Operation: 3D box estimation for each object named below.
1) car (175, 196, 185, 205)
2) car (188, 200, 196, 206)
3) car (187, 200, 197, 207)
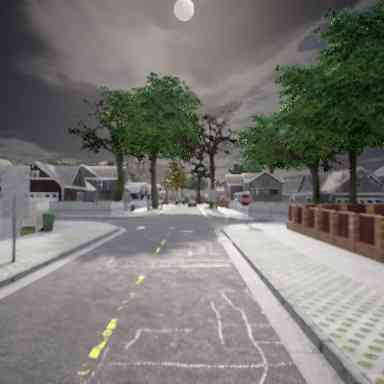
[{"bbox_3d":[-2.723,1.983,76.434,2.150,2.045,5.566,0,-1,0],"label":"car"},{"bbox_3d":[0.030,2.630,81.451,1.837,1.490,4.892,0,-1,0],"label":"car"},{"bbox_3d":[0.027,2.553,71.411,1.812,1.442,4.674,0,-1,0],"label":"car"}]
